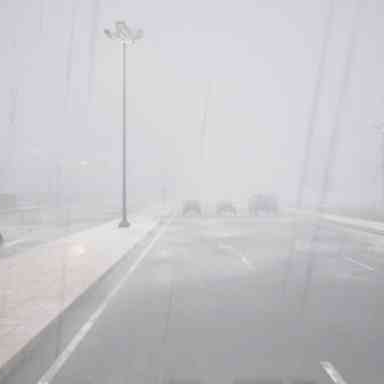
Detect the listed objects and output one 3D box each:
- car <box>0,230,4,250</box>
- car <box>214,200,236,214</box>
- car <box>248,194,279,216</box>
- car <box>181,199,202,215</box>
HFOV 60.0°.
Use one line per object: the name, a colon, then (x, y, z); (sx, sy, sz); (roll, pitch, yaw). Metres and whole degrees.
car: (-8.000, 1.572, 10.697); (1.994, 1.385, 4.181); (0, 0, 0)
car: (3.481, 1.526, 34.953); (1.812, 1.442, 4.674); (0, 0, 0)
car: (6.996, 1.220, 33.072); (2.150, 2.045, 5.566); (0, 0, 0)
car: (-0.011, 1.505, 34.313); (1.837, 1.490, 4.892); (0, 0, 0)
